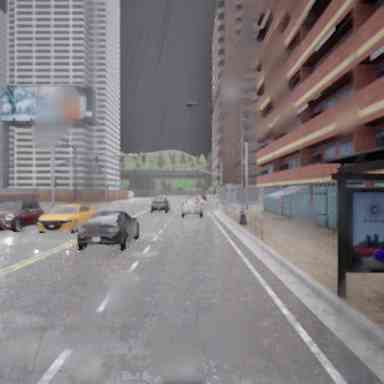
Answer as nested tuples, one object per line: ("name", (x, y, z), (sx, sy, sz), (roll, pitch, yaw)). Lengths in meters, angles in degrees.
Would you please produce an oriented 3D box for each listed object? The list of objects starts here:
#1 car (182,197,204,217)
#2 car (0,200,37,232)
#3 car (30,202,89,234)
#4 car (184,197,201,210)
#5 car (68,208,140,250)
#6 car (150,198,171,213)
("car", (0.043, 1.471, 30.829), (1.812, 1.442, 4.674), (0, 0, 1))
("car", (-10.499, 1.315, 19.614), (2.097, 1.767, 4.553), (0, 0, 0))
("car", (-7.004, 1.444, 19.117), (1.882, 1.535, 5.008), (0, 0, 0))
("car", (0.074, 1.414, 43.618), (2.128, 1.511, 4.902), (0, 0, 0))
("car", (-3.395, 1.501, 14.064), (1.812, 1.442, 4.674), (0, 0, 0))
("car", (-3.389, 1.427, 36.339), (2.128, 1.511, 4.902), (0, 0, 0))
